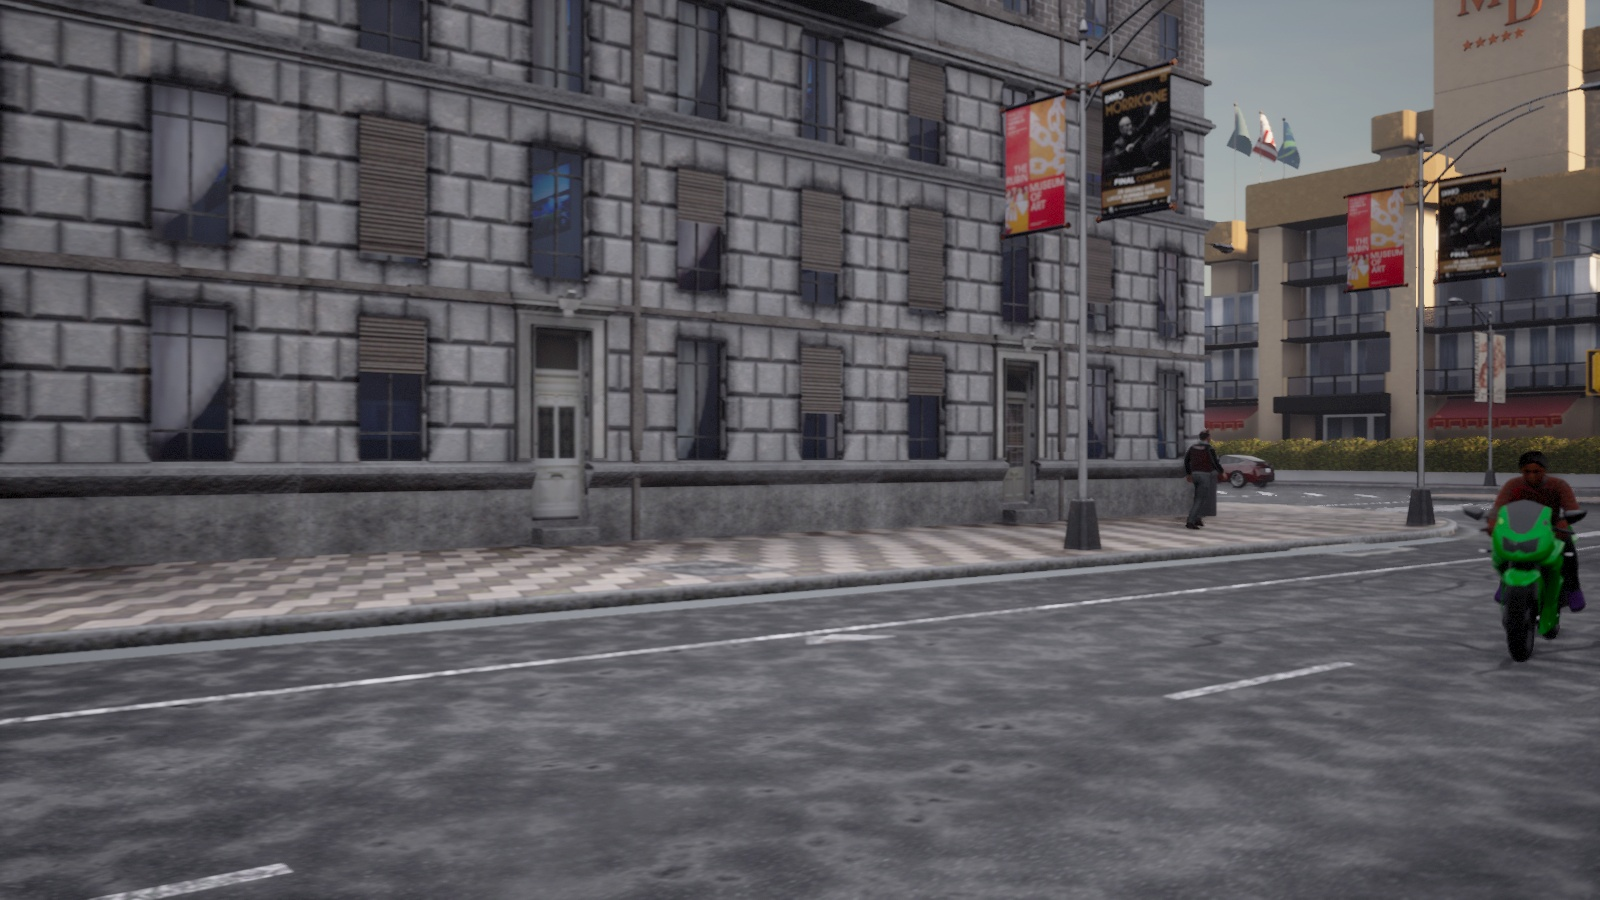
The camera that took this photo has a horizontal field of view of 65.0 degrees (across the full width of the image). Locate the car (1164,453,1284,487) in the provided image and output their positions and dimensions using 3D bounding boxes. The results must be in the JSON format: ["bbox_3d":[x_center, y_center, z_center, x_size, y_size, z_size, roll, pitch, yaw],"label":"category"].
[{"bbox_3d":[19.353,0.868,57.460,2.163,1.488,4.792,0,0,-38],"label":"car"}]

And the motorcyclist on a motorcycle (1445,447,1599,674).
[{"bbox_3d":[5.520,0.742,9.468,0.797,1.523,2.044,0,0,38],"label":"motorcyclist on a motorcycle"}]

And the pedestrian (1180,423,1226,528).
[{"bbox_3d":[7.186,0.451,22.396,0.720,1.854,0.376,0,0,-27],"label":"pedestrian"}]
